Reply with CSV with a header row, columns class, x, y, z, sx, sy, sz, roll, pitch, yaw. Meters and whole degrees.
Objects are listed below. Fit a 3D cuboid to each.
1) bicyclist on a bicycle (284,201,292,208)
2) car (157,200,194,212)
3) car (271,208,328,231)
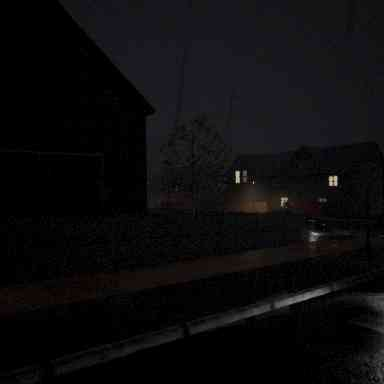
class,x,y,z,sx,sy,sz,roll,pitch,yaw
bicyclist on a bicycle,8.838,1.667,30.682,1.656,1.620,0.582,-1,0,-36
car,-1.716,1.912,35.370,2.150,2.045,5.566,-1,-1,-36
car,7.048,1.859,23.142,1.812,1.442,4.674,-1,-1,-36
